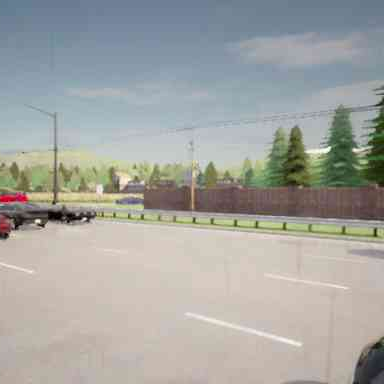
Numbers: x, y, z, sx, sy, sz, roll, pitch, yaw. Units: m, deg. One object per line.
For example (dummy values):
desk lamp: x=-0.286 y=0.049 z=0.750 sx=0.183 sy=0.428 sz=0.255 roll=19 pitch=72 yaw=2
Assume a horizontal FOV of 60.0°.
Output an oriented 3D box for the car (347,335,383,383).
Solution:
car: x=3.413 y=1.502 z=1.557 sx=4.902 sy=1.511 sz=2.128 roll=0 pitch=0 yaw=36

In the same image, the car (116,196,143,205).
car: x=-9.676 y=1.365 z=51.503 sx=4.181 sy=1.385 sz=1.994 roll=0 pitch=0 yaw=-29

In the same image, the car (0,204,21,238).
car: x=-10.250 y=1.435 z=15.606 sx=4.674 sy=1.442 sz=1.812 roll=0 pitch=0 yaw=36

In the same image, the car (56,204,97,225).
car: x=-8.900 y=1.492 z=23.244 sx=4.718 sy=1.301 sz=1.895 roll=0 pitch=0 yaw=36

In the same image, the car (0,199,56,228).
car: x=-10.698 y=1.398 z=20.226 sx=4.892 sy=1.490 sz=1.837 roll=0 pitch=0 yaw=36

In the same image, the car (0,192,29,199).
car: x=-25.383 y=0.974 z=45.474 sx=5.566 sy=2.045 sz=2.150 roll=0 pitch=0 yaw=-9
